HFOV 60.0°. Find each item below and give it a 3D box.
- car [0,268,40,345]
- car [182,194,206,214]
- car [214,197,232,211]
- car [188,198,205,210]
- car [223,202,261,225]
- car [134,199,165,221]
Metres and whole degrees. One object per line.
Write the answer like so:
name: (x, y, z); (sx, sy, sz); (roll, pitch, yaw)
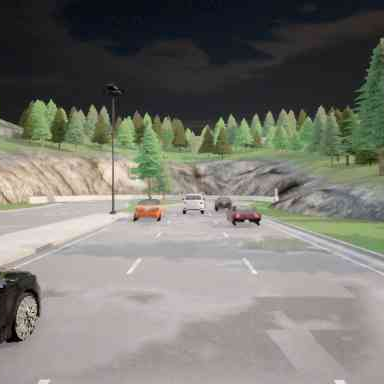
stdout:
car: (-3.398, 1.490, 3.548); (2.128, 1.511, 4.902); (0, 0, 0)
car: (0.153, 1.221, 35.266); (2.150, 2.045, 5.566); (0, 0, 0)
car: (3.838, 1.352, 40.745); (2.097, 1.767, 4.553); (0, 0, 2)
car: (0.670, 1.564, 44.611); (1.994, 1.385, 4.181); (0, 0, 6)
car: (3.609, 1.601, 23.943); (1.895, 1.301, 4.718); (0, 0, 0)
car: (-3.390, 1.352, 27.259); (2.097, 1.767, 4.553); (0, 0, 0)
